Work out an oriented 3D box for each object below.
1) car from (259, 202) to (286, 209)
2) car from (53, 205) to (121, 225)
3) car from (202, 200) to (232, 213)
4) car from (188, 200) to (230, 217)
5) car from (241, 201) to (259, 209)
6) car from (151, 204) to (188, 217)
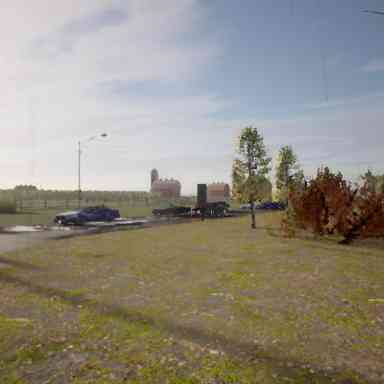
[{"bbox_3d":[13.158,1.676,52.911,2.150,2.045,5.566,-1,-1,32],"label":"car"},{"bbox_3d":[-7.985,1.746,25.883,2.033,1.411,5.357,-1,-1,32],"label":"car"},{"bbox_3d":[3.388,1.906,44.040,1.837,1.490,4.892,-1,-1,32],"label":"car"},{"bbox_3d":[1.945,1.745,34.755,1.837,1.490,4.892,-1,-2,32],"label":"car"},{"bbox_3d":[9.772,1.735,54.241,2.150,2.045,5.566,-1,-1,32],"label":"car"},{"bbox_3d":[-2.181,1.901,35.119,1.895,1.301,4.718,-1,-1,32],"label":"car"}]
